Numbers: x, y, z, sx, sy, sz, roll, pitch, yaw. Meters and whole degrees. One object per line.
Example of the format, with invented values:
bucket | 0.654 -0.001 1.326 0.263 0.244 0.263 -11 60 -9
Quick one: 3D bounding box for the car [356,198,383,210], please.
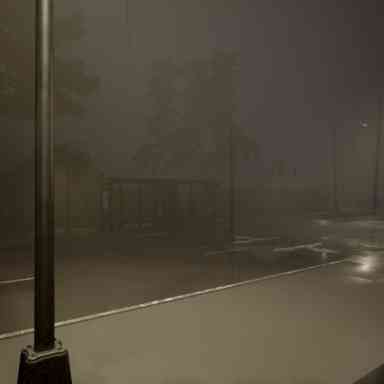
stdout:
car | 23.223 1.478 41.637 1.882 1.535 5.008 0 0 -36
